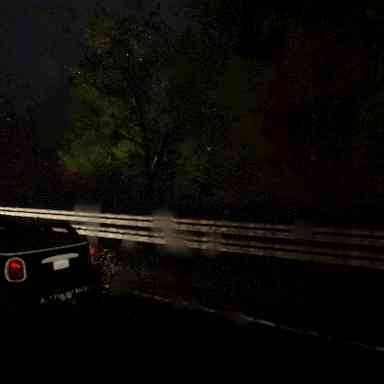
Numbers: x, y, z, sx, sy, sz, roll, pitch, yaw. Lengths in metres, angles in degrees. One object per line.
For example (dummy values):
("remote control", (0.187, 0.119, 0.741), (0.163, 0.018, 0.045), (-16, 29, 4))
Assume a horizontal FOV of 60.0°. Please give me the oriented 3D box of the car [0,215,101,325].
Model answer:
("car", (-4.106, 1.293, 7.100), (4.553, 1.767, 2.097), (1, 0, 33))
